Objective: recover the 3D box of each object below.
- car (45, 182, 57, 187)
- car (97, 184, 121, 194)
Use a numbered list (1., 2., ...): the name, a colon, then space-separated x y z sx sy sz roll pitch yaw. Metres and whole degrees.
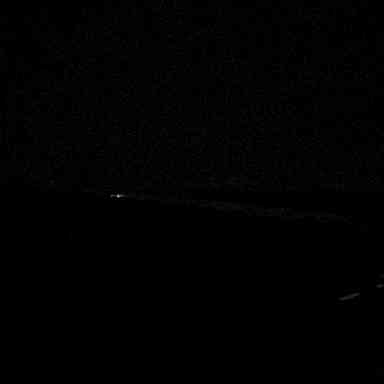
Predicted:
1. car: -36.122 -1.748 86.493 1.812 1.442 4.674 -1 1 -36
2. car: -12.215 -0.400 48.717 2.033 1.411 5.357 -1 3 -35
